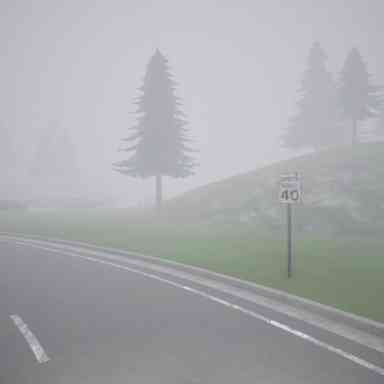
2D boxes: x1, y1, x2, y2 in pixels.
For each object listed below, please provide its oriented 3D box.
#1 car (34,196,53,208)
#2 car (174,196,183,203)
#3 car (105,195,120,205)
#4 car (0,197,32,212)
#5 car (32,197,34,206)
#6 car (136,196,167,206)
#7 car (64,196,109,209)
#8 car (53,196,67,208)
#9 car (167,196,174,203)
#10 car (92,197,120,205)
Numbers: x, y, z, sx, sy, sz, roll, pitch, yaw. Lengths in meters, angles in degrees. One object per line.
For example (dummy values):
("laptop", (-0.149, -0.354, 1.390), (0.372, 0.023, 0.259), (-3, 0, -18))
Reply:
("car", (-19.545, 1.351, 47.829), (2.097, 1.767, 4.553), (0, 0, 39))
("car", (-3.870, 1.497, 67.857), (2.128, 1.511, 4.902), (0, 0, 38))
("car", (-14.315, 1.353, 54.556), (2.097, 1.767, 4.553), (0, 0, 38))
("car", (-20.190, 1.525, 35.601), (1.812, 1.442, 4.674), (0, 0, 38))
("car", (-23.183, 1.478, 48.847), (1.882, 1.535, 5.008), (0, 0, 38))
("car", (-6.704, 1.352, 52.941), (2.097, 1.767, 4.553), (0, 0, 38))
("car", (-13.811, 1.601, 43.807), (1.895, 1.301, 4.718), (0, 0, 38))
("car", (-16.236, 1.492, 46.387), (2.128, 1.511, 4.902), (0, 0, 38))
("car", (-6.283, 1.548, 59.165), (2.033, 1.411, 5.357), (0, 0, 38))
("car", (-15.227, 1.600, 59.084), (1.895, 1.301, 4.718), (0, 0, 38))
